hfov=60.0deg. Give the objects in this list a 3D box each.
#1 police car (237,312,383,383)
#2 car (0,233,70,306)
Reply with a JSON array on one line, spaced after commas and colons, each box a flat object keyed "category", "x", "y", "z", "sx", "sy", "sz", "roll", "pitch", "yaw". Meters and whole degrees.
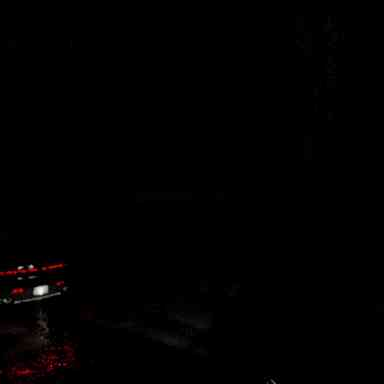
[{"category": "police car", "x": 2.779, "y": 1.562, "z": 2.128, "sx": 5.238, "sy": 1.638, "sz": 1.930, "roll": -1, "pitch": -3, "yaw": 38}, {"category": "car", "x": -4.962, "y": 1.785, "z": 8.281, "sx": 4.892, "sy": 1.490, "sz": 1.837, "roll": -1, "pitch": -3, "yaw": 38}]
